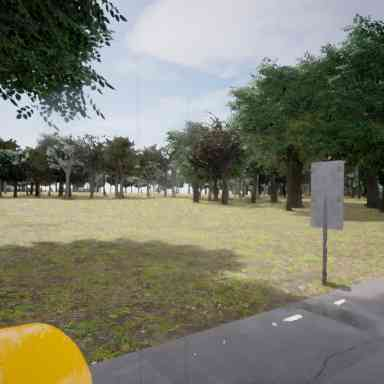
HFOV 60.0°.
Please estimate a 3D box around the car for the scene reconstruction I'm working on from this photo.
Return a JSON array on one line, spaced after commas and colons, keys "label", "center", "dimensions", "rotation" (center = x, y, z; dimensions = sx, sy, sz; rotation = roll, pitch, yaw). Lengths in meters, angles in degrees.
[{"label": "car", "center": [-2.825, 1.477, 1.060], "dimensions": [5.008, 1.535, 1.882], "rotation": [0, 0, -35]}]
